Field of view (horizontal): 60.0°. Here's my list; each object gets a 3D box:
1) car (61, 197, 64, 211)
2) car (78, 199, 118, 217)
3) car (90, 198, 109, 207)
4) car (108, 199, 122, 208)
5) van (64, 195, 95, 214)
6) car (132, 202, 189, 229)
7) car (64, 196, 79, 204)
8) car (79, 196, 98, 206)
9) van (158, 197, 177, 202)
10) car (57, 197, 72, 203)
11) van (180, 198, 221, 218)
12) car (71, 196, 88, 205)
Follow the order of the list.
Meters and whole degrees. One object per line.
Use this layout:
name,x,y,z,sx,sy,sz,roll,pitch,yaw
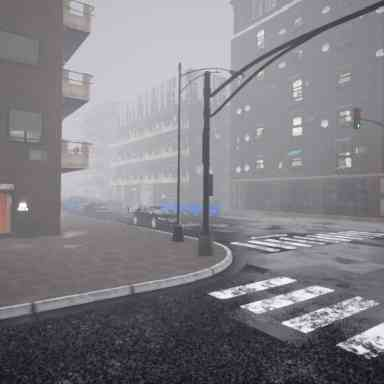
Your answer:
car,-15.110,1.581,40.029,2.008,1.369,4.403,1,-1,-35
car,-8.756,1.592,30.820,1.802,1.307,4.206,1,-1,-35
car,-14.979,1.730,53.713,1.802,1.307,4.206,1,-1,-35
car,-11.802,1.683,49.109,1.887,1.381,4.507,1,-1,-35
van,-11.931,1.361,35.426,1.690,1.788,3.998,1,-1,-35
car,-2.400,1.540,21.611,2.008,1.369,4.403,1,-1,-35
car,-24.510,1.614,67.527,1.967,1.590,4.097,1,-1,-35
car,-18.155,1.597,58.318,1.967,1.590,4.097,1,-1,-35
van,-2.268,1.450,35.297,1.690,1.788,3.998,1,-1,-35
car,-27.688,1.727,72.131,1.887,1.381,4.507,1,-1,-35
van,0.909,1.439,30.692,1.690,1.788,3.998,1,-1,-35
car,-21.332,1.606,62.922,1.967,1.590,4.097,1,-1,-35
